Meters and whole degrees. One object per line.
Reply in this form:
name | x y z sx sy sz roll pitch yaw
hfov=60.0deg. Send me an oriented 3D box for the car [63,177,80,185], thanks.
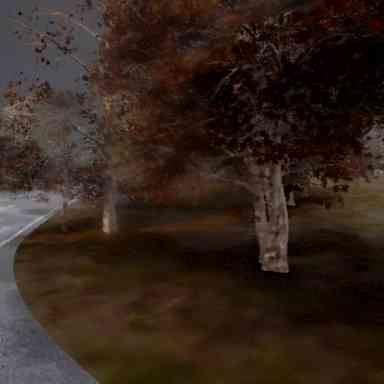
car | -18.908 -1.641 52.253 1.837 1.490 4.892 0 4 -6
